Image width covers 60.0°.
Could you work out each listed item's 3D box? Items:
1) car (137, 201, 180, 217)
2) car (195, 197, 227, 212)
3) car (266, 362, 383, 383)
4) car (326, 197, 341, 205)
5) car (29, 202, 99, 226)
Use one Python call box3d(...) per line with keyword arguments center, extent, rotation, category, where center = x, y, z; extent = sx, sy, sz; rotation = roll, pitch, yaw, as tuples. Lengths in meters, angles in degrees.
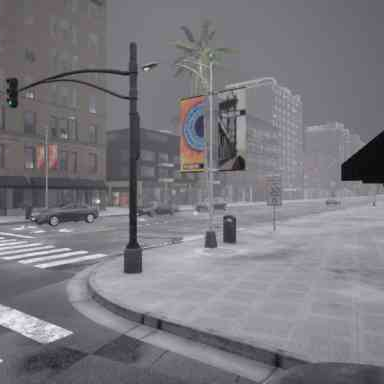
box3d(center=(-3.301, 1.580, 31.547), extent=(2.033, 1.411, 5.357), rotation=(0, 0, 35), category="car")
box3d(center=(2.345, 1.404, 39.556), extent=(2.097, 1.767, 4.553), rotation=(0, 0, 35), category="car")
box3d(center=(2.203, 1.551, 1.279), extent=(4.403, 1.369, 2.008), rotation=(0, 0, 35), category="car")
box3d(center=(26.365, 1.710, 62.065), extent=(1.994, 1.385, 4.181), rotation=(0, 0, 35), category="car")
box3d(center=(-8.921, 1.520, 23.566), extent=(1.837, 1.490, 4.892), rotation=(0, 0, 35), category="car")
